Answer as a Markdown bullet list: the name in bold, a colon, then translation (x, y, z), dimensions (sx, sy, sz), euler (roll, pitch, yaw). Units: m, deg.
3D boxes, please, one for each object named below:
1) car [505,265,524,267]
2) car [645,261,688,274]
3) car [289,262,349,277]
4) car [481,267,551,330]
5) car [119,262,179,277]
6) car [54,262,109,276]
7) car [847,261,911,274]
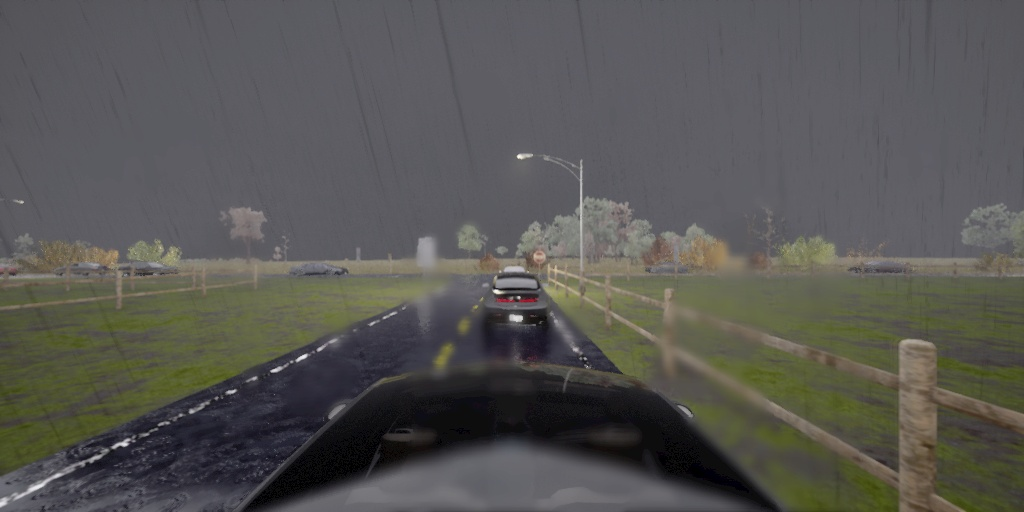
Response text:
- **car**: translation (0.140, 1.296, 23.489), dimensions (2.033, 1.411, 5.357), euler (0, 0, 0)
- **car**: translation (16.581, 1.265, 38.606), dimensions (4.181, 1.385, 1.994), euler (0, 0, 1)
- **car**: translation (-19.360, 1.345, 36.010), dimensions (5.357, 1.411, 2.033), euler (0, 0, 1)
- **car**: translation (0.113, 1.255, 11.072), dimensions (1.837, 1.490, 4.892), euler (0, 0, 0)
- **car**: translation (-36.543, 1.327, 36.188), dimensions (5.008, 1.535, 1.882), euler (0, 0, 1)
- **car**: translation (-46.919, 1.405, 39.184), dimensions (4.674, 1.442, 1.812), euler (0, 0, 1)
- **car**: translation (39.207, 1.215, 38.364), dimensions (5.357, 1.411, 2.033), euler (0, 0, 1)
